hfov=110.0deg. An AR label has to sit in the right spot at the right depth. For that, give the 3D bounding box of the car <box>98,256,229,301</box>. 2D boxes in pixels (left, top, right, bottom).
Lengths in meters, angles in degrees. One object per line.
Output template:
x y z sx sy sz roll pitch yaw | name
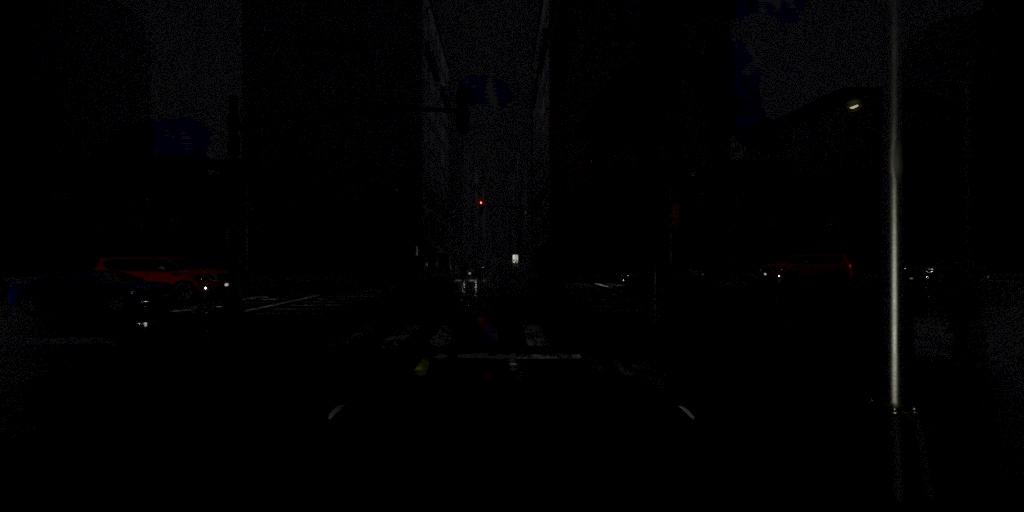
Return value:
-16.343 1.026 16.968 5.566 2.045 2.150 0 0 -2 | car

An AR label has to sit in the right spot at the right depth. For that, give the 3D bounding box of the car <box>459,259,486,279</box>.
-3.784 1.255 33.422 2.128 1.511 4.902 0 0 -3 | car

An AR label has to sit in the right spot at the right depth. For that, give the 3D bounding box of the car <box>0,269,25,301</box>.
-26.265 1.368 16.663 4.674 1.442 1.812 0 0 -1 | car

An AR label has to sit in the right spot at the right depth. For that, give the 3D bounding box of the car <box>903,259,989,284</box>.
30.086 0.981 25.070 4.553 1.767 2.097 0 0 -2 | car

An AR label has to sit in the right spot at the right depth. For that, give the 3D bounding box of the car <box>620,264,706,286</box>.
10.235 1.243 24.477 5.357 1.411 2.033 0 0 -2 | car

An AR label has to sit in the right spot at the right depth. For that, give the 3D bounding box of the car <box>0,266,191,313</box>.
-15.784 1.280 13.733 5.008 1.535 1.882 0 0 -2 | car

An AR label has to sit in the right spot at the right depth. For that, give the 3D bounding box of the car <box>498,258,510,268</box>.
-1.427 1.356 62.094 1.994 1.385 4.181 0 0 -2 | car

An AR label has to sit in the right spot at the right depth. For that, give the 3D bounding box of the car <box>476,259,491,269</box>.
-4.488 1.281 57.325 2.128 1.511 4.902 0 0 -1 | car

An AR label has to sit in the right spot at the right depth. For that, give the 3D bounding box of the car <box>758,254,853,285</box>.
20.193 0.883 24.778 5.566 2.045 2.150 0 0 -2 | car

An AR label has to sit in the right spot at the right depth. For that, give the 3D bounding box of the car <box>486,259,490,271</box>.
-4.170 1.283 45.408 1.837 1.490 4.892 0 -1 -2 | car
